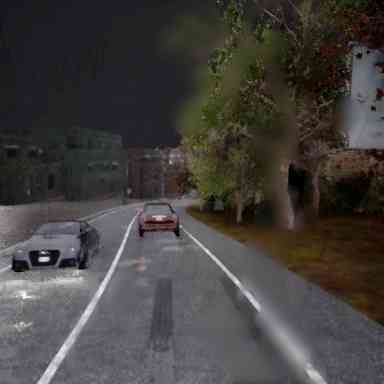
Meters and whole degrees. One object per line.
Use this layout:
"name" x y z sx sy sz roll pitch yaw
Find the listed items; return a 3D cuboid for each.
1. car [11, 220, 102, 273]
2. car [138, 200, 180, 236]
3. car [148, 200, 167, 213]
"car" -4.217 1.628 10.958 1.994 1.385 4.181 -1 0 -7
"car" -1.923 1.368 18.757 2.097 1.767 4.553 -1 0 -8
"car" -3.940 1.599 38.917 1.895 1.301 4.718 0 0 -2
